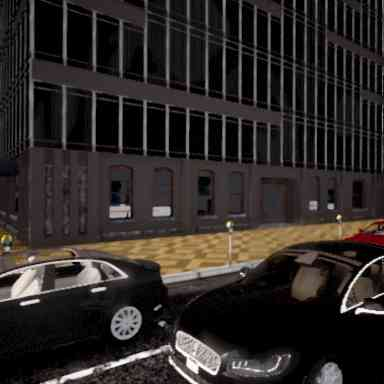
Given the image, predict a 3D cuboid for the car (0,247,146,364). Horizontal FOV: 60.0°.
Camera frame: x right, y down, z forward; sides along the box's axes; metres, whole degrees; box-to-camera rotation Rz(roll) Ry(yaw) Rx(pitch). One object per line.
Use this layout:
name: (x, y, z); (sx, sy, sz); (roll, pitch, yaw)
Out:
car: (-2.441, 1.555, 4.818); (4.403, 1.369, 2.008); (0, 0, -35)

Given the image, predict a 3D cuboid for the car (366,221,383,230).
car: (6.834, 1.661, 11.418); (4.206, 1.307, 1.802); (0, 0, -35)

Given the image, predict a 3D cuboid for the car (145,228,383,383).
car: (1.984, 1.533, 4.787); (4.892, 1.490, 1.837); (0, 0, -35)
